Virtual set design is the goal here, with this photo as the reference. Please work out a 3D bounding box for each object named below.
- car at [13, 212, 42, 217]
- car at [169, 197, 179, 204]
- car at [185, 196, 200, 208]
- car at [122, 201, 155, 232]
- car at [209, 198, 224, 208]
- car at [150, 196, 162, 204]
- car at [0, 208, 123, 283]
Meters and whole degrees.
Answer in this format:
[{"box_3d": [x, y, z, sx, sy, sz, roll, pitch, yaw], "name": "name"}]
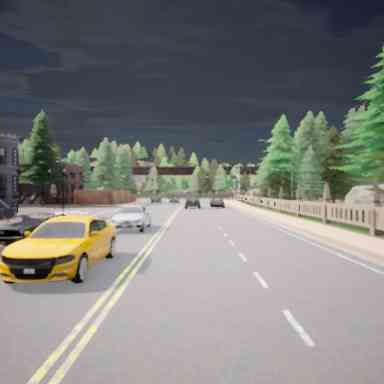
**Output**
[{"box_3d": [-7.082, 1.593, 14.613, 1.895, 1.301, 4.718, 0, 0, 0], "name": "car"}, {"box_3d": [-3.494, 1.567, 64.677, 1.895, 1.301, 4.718, 0, 0, 0], "name": "car"}, {"box_3d": [0.105, 1.328, 47.116, 2.097, 1.767, 4.553, 0, 0, 0], "name": "car"}, {"box_3d": [-3.555, 1.516, 19.998, 1.812, 1.442, 4.674, 0, 0, 1], "name": "car"}, {"box_3d": [3.612, 1.539, 48.581, 1.994, 1.385, 4.181, 0, 0, 0], "name": "car"}, {"box_3d": [-6.995, 1.469, 64.621, 1.837, 1.490, 4.892, 0, 0, 0], "name": "car"}, {"box_3d": [-3.591, 1.473, 9.832, 1.882, 1.535, 5.008, 0, 0, 0], "name": "car"}]
